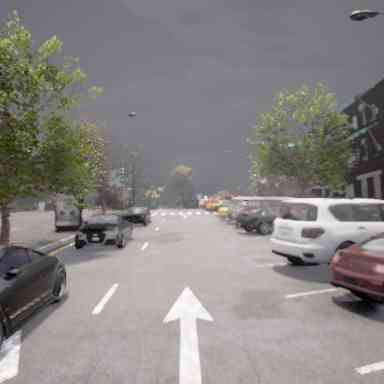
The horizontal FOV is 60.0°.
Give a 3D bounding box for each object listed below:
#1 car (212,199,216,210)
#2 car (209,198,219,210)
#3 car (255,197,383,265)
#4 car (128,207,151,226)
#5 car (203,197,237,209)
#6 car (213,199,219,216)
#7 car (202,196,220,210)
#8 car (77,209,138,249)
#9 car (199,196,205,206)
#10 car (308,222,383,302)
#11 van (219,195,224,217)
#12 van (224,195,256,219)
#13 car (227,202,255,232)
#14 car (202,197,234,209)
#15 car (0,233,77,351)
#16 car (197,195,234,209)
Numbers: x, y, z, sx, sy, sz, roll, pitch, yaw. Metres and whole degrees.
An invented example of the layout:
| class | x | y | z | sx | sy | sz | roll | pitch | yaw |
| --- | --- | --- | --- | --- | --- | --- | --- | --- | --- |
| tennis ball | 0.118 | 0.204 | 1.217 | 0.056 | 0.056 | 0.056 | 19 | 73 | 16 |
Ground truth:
| class | x | y | z | sx | sy | sz | roll | pitch | yaw |
| --- | --- | --- | --- | --- | --- | --- | --- | --- | --- |
| car | 4.657 | 1.660 | 31.189 | 4.674 | 1.452 | 2.002 | 0 | 0 | -21 |
| car | 4.585 | 1.684 | 34.216 | 4.674 | 1.452 | 2.002 | 0 | -1 | -21 |
| car | 5.050 | 1.204 | 10.045 | 5.566 | 2.045 | 2.435 | 0 | -1 | -21 |
| car | -4.258 | 1.858 | 25.703 | 1.895 | 1.301 | 4.718 | -1 | 0 | -2 |
| car | 4.142 | 1.640 | 49.330 | 4.553 | 1.767 | 2.185 | 0 | -1 | -22 |
| car | 4.880 | 1.593 | 28.233 | 5.366 | 1.575 | 1.946 | 0 | -1 | -21 |
| car | 4.537 | 1.713 | 43.338 | 5.366 | 1.575 | 1.946 | 0 | -1 | -22 |
| car | -3.978 | 1.740 | 15.566 | 1.994 | 1.385 | 4.181 | -1 | 0 | -2 |
| car | 4.248 | 1.489 | 46.282 | 5.566 | 2.045 | 2.435 | 0 | 0 | -22 |
| car | 5.089 | 1.471 | 7.009 | 4.674 | 1.452 | 2.002 | 0 | -1 | -21 |
| van | 4.651 | 1.347 | 25.098 | 4.442 | 1.987 | 1.878 | 0 | 0 | -21 |
| van | 4.706 | 1.324 | 22.070 | 4.442 | 1.987 | 1.878 | 0 | 0 | -21 |
| car | 4.860 | 1.527 | 19.093 | 4.892 | 1.521 | 2.231 | 0 | -1 | -21 |
| car | 4.087 | 1.701 | 52.354 | 4.553 | 1.767 | 2.185 | 1 | -3 | -22 |
| car | -3.695 | 1.661 | 5.645 | 1.994 | 1.385 | 4.181 | -1 | 0 | -2 |
| car | 3.926 | 1.719 | 55.303 | 5.566 | 2.045 | 2.435 | 2 | -6 | -21 |
